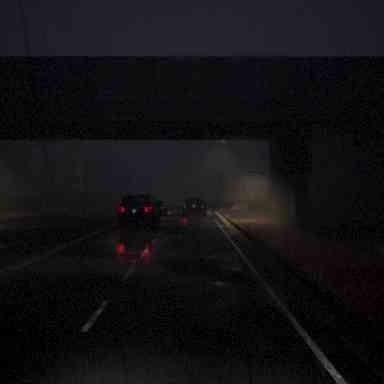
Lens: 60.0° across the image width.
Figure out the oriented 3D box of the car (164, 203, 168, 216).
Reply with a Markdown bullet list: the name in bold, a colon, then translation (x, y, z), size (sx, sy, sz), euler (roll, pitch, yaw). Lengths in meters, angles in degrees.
- **car**: translation (-3.333, 1.493, 31.375), size (1.994, 1.385, 4.181), euler (0, 0, -1)

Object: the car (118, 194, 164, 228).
- **car**: translation (-3.353, 1.171, 22.026), size (2.150, 2.045, 5.566), euler (0, 0, 0)

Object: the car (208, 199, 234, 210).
- **car**: translation (3.332, 1.510, 41.324), size (1.895, 1.301, 4.718), euler (0, 0, 41)

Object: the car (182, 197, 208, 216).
- **car**: translation (0.201, 1.282, 31.419), size (2.097, 1.767, 4.553), euler (0, 0, 1)
